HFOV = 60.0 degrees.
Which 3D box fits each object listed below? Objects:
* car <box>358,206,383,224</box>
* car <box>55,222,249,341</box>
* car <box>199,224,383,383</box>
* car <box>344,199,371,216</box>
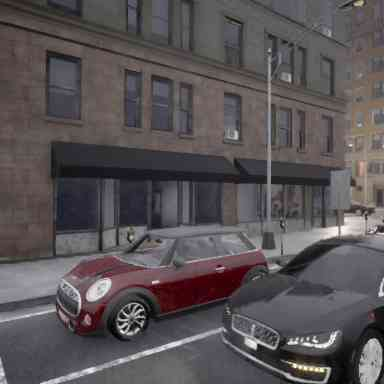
[{"bbox_3d":[8.530,1.445,12.801,4.097,1.590,1.967,0,0,-35],"label":"car"},{"bbox_3d":[-0.429,1.441,6.441,4.097,1.590,1.967,0,0,-35],"label":"car"},{"bbox_3d":[2.662,1.506,5.264,4.892,1.490,1.837,0,0,-35],"label":"car"},{"bbox_3d":[14.742,1.404,31.710,1.882,1.535,5.008,1,0,-37],"label":"car"}]
